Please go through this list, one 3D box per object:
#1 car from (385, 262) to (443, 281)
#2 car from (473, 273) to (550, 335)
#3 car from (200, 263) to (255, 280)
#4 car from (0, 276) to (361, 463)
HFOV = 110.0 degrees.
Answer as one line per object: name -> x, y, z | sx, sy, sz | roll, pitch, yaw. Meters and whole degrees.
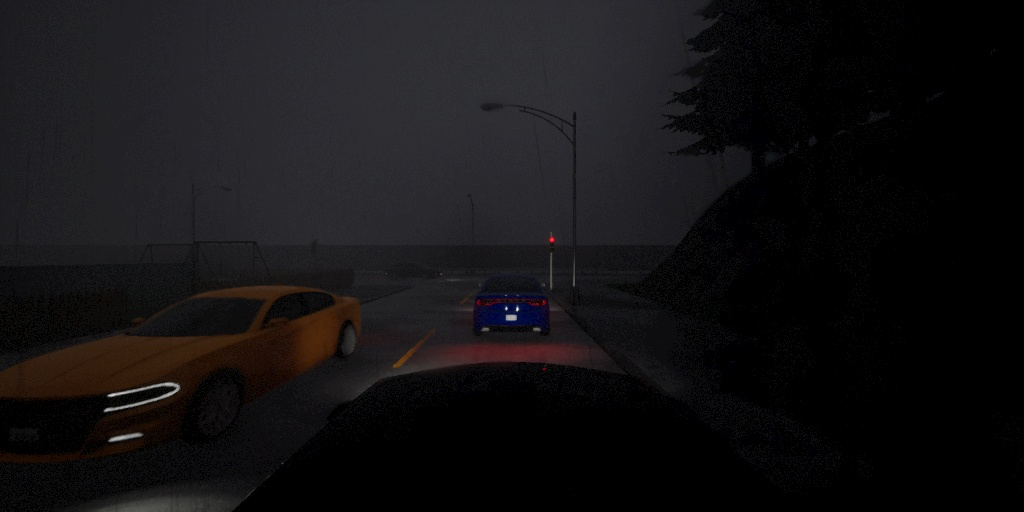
car -> -8.103, 1.257, 29.761 | 4.892, 1.490, 1.837 | -1, -1, 14
car -> -0.004, 1.228, 10.492 | 1.882, 1.535, 5.008 | 0, 0, 0
car -> -24.121, 1.313, 30.558 | 4.181, 1.385, 1.994 | 0, 0, 0
car -> -4.095, 1.227, 5.510 | 1.882, 1.535, 5.008 | 0, 0, 0
